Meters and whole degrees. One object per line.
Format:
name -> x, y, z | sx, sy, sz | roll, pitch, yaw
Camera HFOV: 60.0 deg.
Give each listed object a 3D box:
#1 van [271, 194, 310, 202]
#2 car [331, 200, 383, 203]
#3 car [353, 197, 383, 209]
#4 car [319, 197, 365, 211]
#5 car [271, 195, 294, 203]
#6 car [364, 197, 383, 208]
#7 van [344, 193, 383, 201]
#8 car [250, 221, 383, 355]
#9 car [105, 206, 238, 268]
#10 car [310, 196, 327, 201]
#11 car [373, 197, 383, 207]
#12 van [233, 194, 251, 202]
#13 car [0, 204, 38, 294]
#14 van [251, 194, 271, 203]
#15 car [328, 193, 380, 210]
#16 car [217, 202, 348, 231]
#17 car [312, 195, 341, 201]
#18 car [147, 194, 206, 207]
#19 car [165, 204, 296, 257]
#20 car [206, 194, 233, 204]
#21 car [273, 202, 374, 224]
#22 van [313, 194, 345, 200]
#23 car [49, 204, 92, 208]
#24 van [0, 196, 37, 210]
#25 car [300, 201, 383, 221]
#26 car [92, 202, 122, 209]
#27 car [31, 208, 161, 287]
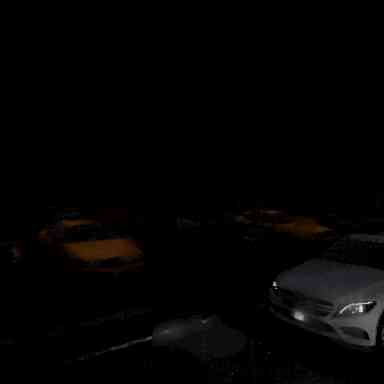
van -> 9.648, 1.184, 34.963 | 1.878, 1.987, 4.442 | 0, 0, -36
car -> 10.328, 1.465, 19.498 | 2.163, 1.488, 4.792 | 0, 0, -35
car -> 25.479, 1.478, 46.118 | 1.946, 1.575, 5.366 | 0, 0, -35
car -> 18.615, 1.464, 41.433 | 2.163, 1.488, 4.792 | 0, 0, -35
car -> 7.312, 1.416, 33.442 | 2.097, 1.535, 5.008 | 0, 0, -35
car -> 27.631, 1.537, 47.871 | 2.002, 1.452, 4.674 | 0, 0, -35
van -> 12.506, 1.201, 21.224 | 1.878, 1.987, 4.442 | 0, 0, -35
car -> 3.438, 1.499, 6.138 | 4.674, 1.442, 1.812 | 0, 0, -36
car -> -1.000, 1.479, 11.476 | 2.231, 1.521, 4.892 | 0, 0, -35
car -> 11.812, 1.437, 36.669 | 2.163, 1.488, 4.792 | 0, 0, -35
car -> 29.904, 1.542, 49.454 | 2.163, 1.488, 4.792 | 0, 0, -35
van -> 2.866, 1.207, 30.133 | 1.878, 1.987, 4.442 | 0, 0, -35
car -> -5.512, 1.369, 8.239 | 2.185, 1.767, 4.553 | 0, 0, -35
van -> 4.989, 1.199, 31.928 | 1.878, 1.987, 4.442 | 0, 0, -35
car -> 20.840, 1.199, 43.085 | 2.435, 2.045, 5.566 | 0, 0, -35
car -> 3.630, 1.458, 14.546 | 1.946, 1.575, 5.366 | 0, 0, -35
car -> 13.964, 1.441, 38.198 | 2.163, 1.488, 4.792 | 0, 0, -35
car -> -1.701, 1.199, 26.997 | 2.435, 2.045, 5.566 | 0, 0, -35
car -> 1.256, 1.470, 13.094 | 2.231, 1.521, 4.892 | 0, 0, -35
car -> 0.557, 1.190, 28.601 | 2.435, 2.045, 5.566 | 0, 0, -35
car -> 5.802, 1.482, 16.281 | 2.163, 1.488, 4.792 | 0, 0, -35
van -> 16.172, 1.195, 39.876 | 1.878, 1.987, 4.442 | 0, 0, -35
car -> -8.595, 1.516, 22.135 | 2.002, 1.452, 4.674 | 0, 0, -35
van -> -10.920, 1.259, 20.623 | 1.878, 1.987, 4.442 | 0, 0, -35
car -> 8.065, 1.473, 17.890 | 2.163, 1.488, 4.792 | 0, 0, -35
car -> -6.231, 1.467, 23.805 | 2.097, 1.535, 5.008 | 0, 0, -35
car -> -3.159, 1.483, 9.721 | 1.946, 1.575, 5.366 | 0, 0, -35
